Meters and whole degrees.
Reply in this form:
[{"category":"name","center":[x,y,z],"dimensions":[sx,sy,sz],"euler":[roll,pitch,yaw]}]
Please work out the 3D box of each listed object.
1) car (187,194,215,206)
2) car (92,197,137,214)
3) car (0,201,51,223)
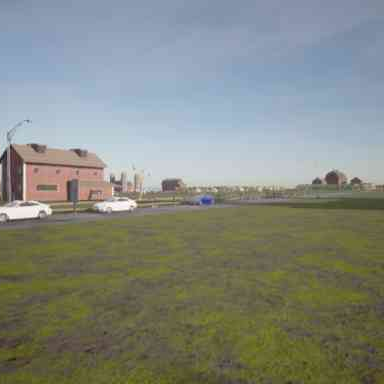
[{"category":"car","center":[1.305,1.022,44.096],"dimensions":[1.812,1.442,4.674],"euler":[0,1,36]},{"category":"car","center":[-7.376,1.244,32.107],"dimensions":[1.812,1.442,4.674],"euler":[0,1,36]},{"category":"car","center":[-12.772,1.379,24.586],"dimensions":[1.812,1.442,4.674],"euler":[0,1,34]}]
